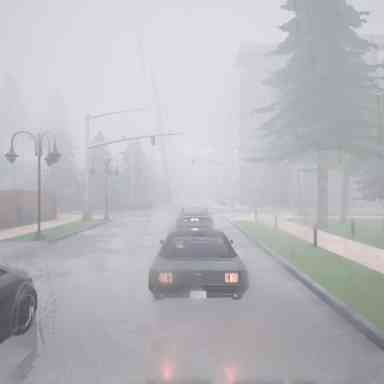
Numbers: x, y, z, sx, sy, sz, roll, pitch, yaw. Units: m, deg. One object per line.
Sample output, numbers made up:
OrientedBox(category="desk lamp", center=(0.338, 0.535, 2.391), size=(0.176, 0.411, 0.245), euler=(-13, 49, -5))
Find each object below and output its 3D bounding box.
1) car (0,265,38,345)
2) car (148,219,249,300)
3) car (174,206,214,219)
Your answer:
OrientedBox(category="car", center=(-3.589, 1.564, 3.914), size=(1.994, 1.385, 4.181), euler=(0, 0, 0))
OrientedBox(category="car", center=(0.118, 1.601, 8.341), size=(1.895, 1.301, 4.718), euler=(0, 0, 0))
OrientedBox(category="car", center=(0.130, 1.505, 17.603), size=(1.837, 1.490, 4.892), euler=(0, 0, 0))
